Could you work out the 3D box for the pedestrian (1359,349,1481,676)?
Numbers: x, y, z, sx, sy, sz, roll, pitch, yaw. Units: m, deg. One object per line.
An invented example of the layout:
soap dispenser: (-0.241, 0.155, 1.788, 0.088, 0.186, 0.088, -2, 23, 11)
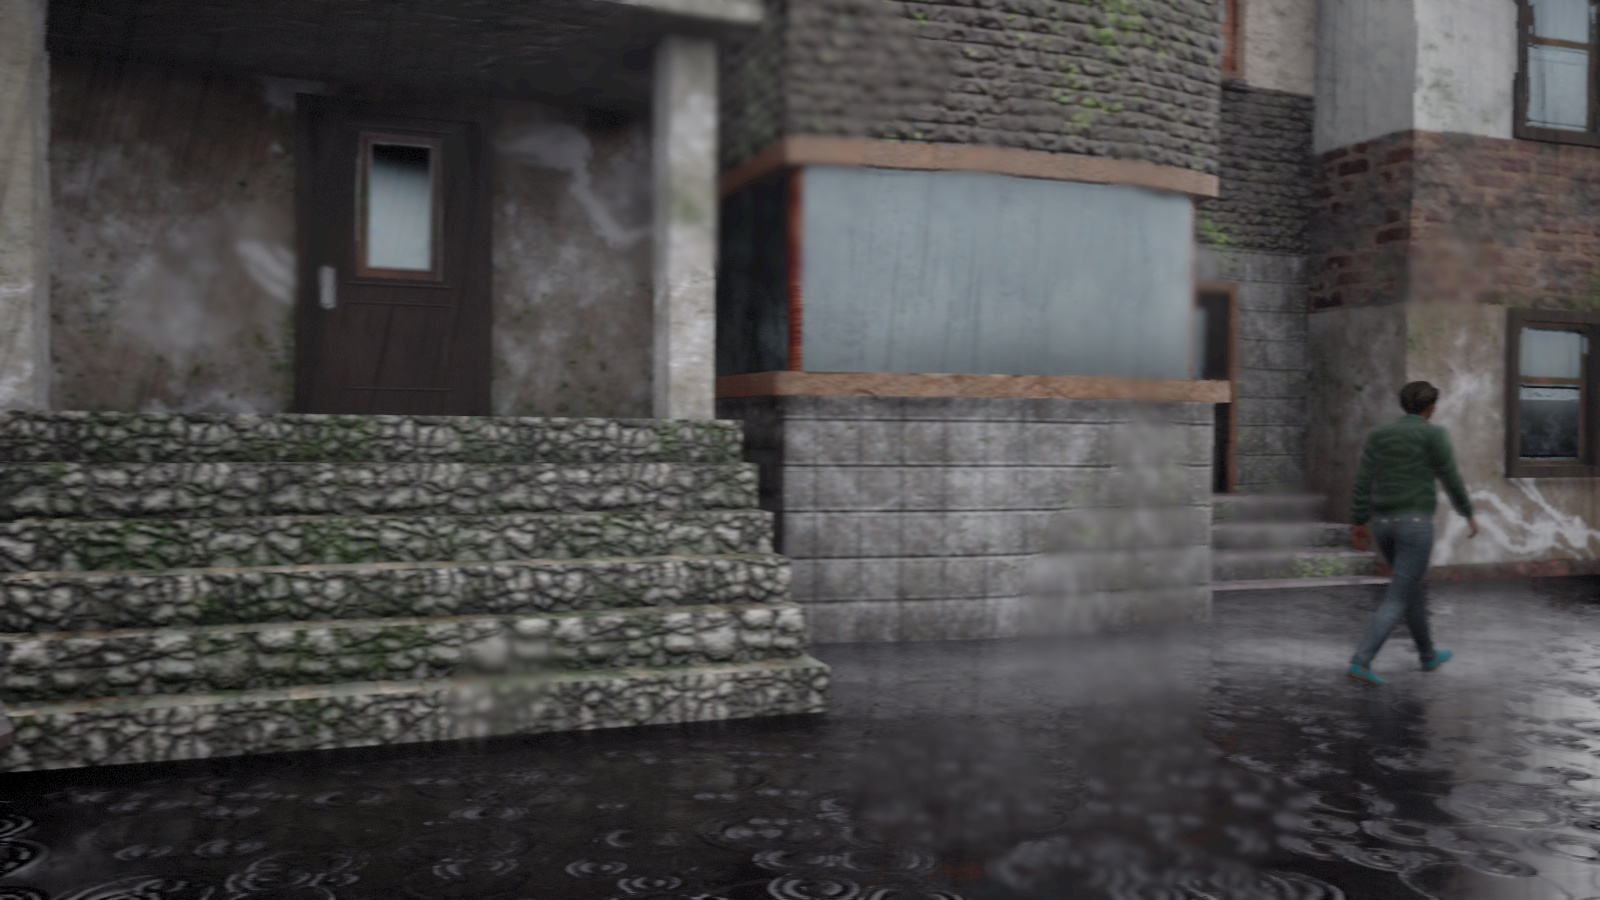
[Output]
pedestrian: (3.652, 0.348, 7.393, 0.614, 1.847, 0.353, -1, 1, -28)
